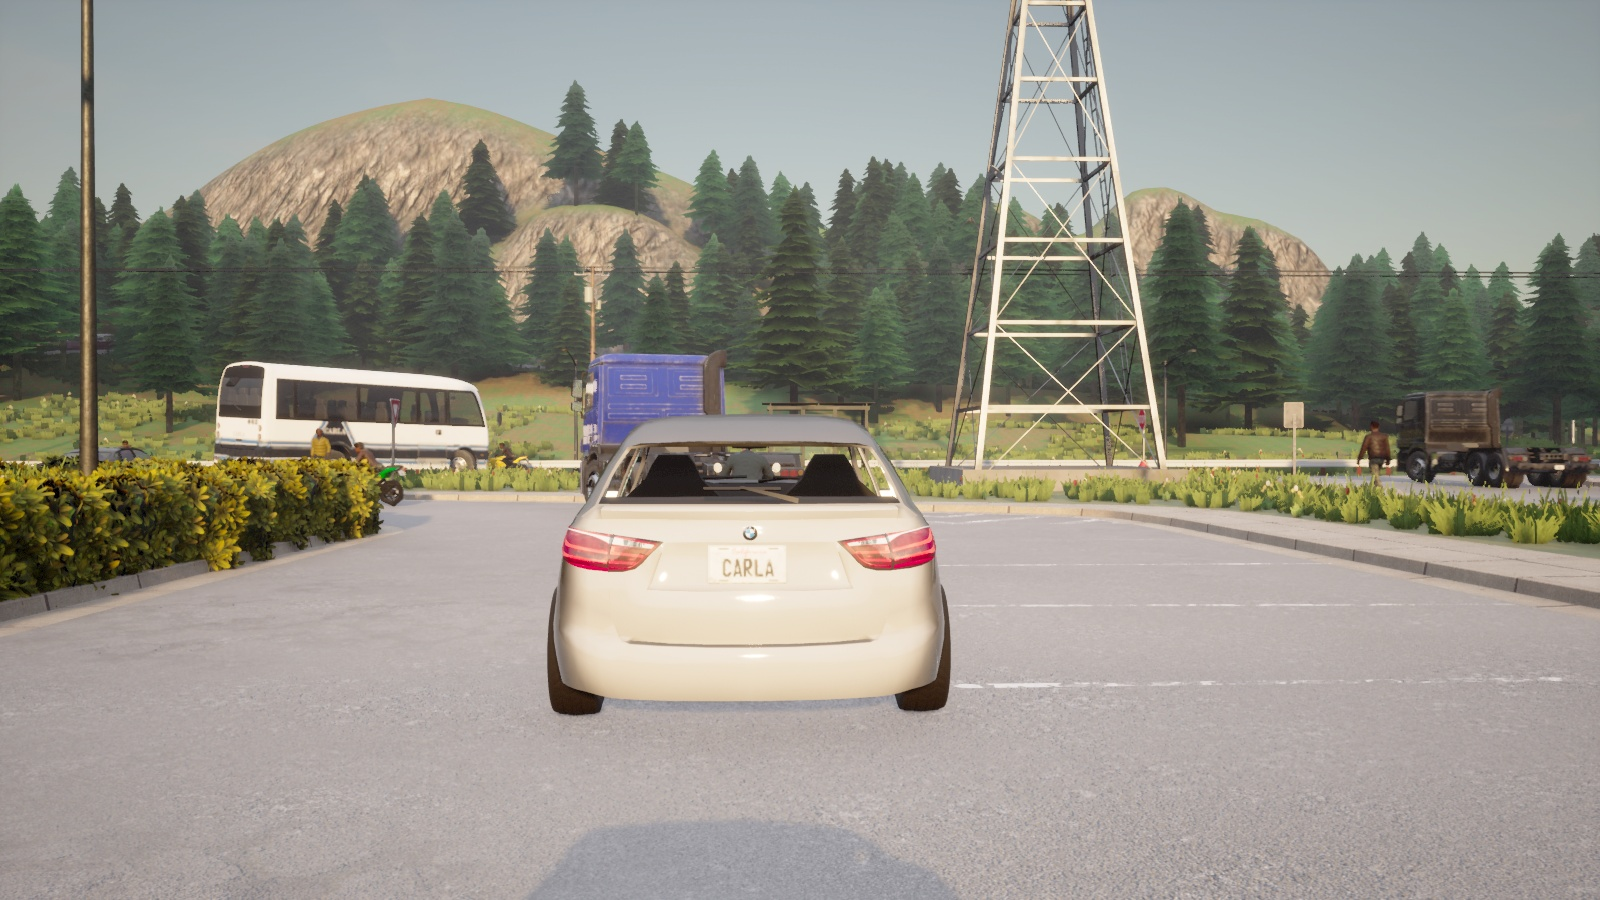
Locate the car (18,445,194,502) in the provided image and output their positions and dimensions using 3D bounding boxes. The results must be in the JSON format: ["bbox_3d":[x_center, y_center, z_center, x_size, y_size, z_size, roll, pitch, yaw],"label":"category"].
[{"bbox_3d":[-18.665,0.586,34.116,2.033,1.411,5.357,0,0,-3],"label":"car"}]

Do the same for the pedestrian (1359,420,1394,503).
[{"bbox_3d":[12.859,0.254,28.019,0.431,1.840,0.703,0,0,-3],"label":"pedestrian"}]

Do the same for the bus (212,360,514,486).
[{"bbox_3d":[-16.296,-0.915,47.868,3.944,4.253,10.273,3,1,36],"label":"bus"}]

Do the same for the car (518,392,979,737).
[{"bbox_3d":[-0.339,0.543,8.422,2.242,1.667,4.611,0,0,-2],"label":"car"}]

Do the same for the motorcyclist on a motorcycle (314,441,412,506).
[{"bbox_3d":[-10.355,0.552,29.803,2.044,1.523,0.797,0,0,9],"label":"motorcyclist on a motorcycle"}]

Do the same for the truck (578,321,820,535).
[{"bbox_3d":[-2.300,-0.376,24.572,2.891,3.462,7.936,0,0,-19],"label":"truck"}]

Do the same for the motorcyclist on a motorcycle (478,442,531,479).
[{"bbox_3d":[-12.365,0.422,52.617,2.044,1.523,0.797,0,0,-2],"label":"motorcyclist on a motorcycle"}]

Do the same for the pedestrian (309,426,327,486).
[{"bbox_3d":[-14.831,0.171,38.686,0.370,1.835,0.726,0,0,-9],"label":"pedestrian"}]

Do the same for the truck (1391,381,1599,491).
[{"bbox_3d":[23.972,-0.463,43.741,2.891,3.462,7.936,0,0,-1],"label":"truck"}]
